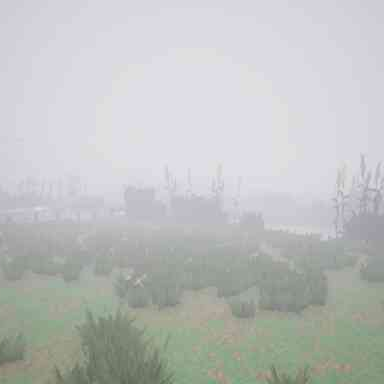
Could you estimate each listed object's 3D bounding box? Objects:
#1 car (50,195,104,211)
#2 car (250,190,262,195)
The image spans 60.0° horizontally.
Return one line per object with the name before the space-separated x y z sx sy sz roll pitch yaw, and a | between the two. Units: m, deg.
car | -10.355 1.107 30.306 1.837 1.490 4.892 0 3 41
car | 10.346 0.765 47.434 2.150 2.045 5.566 0 -2 44
